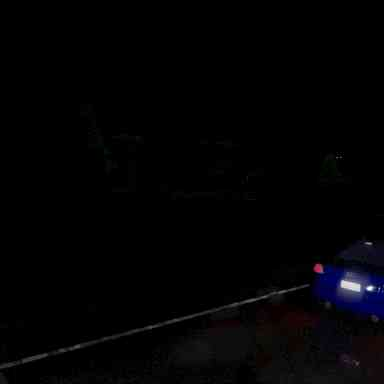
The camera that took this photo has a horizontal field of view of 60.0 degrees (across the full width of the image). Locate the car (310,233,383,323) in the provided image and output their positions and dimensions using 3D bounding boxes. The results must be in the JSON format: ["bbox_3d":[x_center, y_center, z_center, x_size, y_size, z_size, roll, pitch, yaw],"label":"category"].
[{"bbox_3d":[4.322,1.564,6.825,4.181,1.385,1.994,0,0,-36],"label":"car"}]

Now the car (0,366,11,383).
[{"bbox_3d":[-3.355,1.601,1.356,4.718,1.301,1.895,0,0,-35],"label":"car"}]
